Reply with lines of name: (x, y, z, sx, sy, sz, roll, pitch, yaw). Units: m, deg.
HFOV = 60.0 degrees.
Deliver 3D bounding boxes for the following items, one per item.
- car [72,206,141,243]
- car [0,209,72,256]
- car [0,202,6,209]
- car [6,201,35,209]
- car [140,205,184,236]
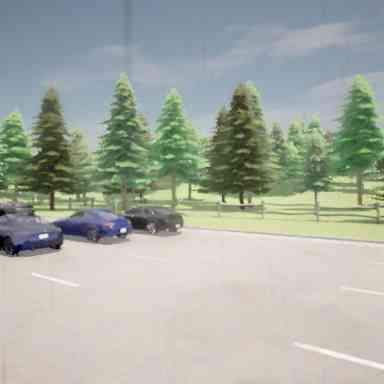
car: (-4.888, 1.533, 16.017, 4.674, 1.442, 1.812, 0, 0, 36)
car: (-6.994, 1.572, 13.221, 4.181, 1.385, 1.994, 0, 0, 36)
car: (-16.018, 1.238, 23.949, 5.566, 2.045, 2.150, 0, 0, 36)
car: (-14.875, 1.507, 27.443, 4.902, 1.511, 2.128, 0, 0, 36)
car: (-2.699, 1.513, 18.753, 4.892, 1.490, 1.837, 0, 0, 36)
